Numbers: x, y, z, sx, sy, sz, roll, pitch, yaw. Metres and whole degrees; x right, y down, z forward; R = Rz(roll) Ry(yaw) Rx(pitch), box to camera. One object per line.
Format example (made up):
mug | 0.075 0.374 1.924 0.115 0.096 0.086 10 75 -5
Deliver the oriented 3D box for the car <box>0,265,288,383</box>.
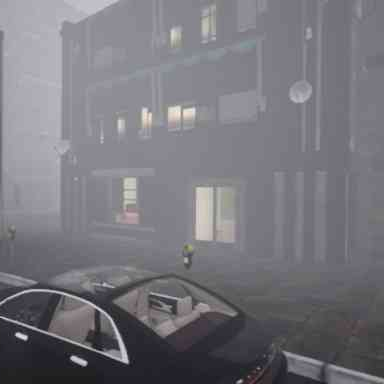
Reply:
car | -1.164 1.563 3.840 4.403 1.369 2.008 0 1 35

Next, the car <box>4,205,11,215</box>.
car | -21.418 1.787 34.777 2.008 1.369 4.403 0 0 36
